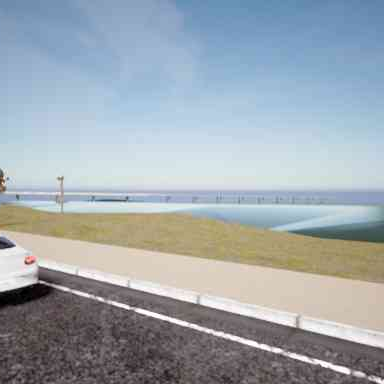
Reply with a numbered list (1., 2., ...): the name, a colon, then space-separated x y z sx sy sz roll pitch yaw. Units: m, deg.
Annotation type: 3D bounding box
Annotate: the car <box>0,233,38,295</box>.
1. car: -5.296 1.514 7.481 4.674 1.442 1.812 0 0 35
